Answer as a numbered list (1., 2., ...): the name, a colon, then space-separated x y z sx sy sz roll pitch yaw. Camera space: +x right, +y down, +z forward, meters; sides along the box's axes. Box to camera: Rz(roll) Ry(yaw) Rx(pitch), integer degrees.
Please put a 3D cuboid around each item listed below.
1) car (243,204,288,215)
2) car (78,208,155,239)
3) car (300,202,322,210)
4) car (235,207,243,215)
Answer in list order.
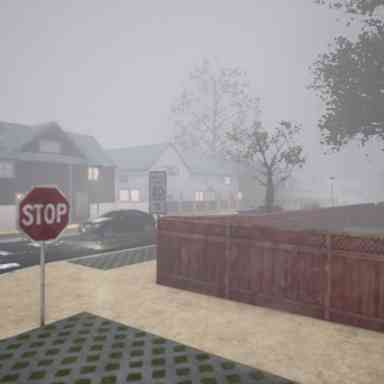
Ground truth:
1. car: 6.497 1.747 27.611 1.882 1.535 5.008 0 0 37
2. car: -4.009 1.659 18.475 1.812 1.442 4.674 0 0 37
3. car: 16.271 2.053 45.422 1.994 1.385 4.181 0 0 37
4. car: 5.777 1.854 31.549 1.994 1.385 4.181 0 0 37
